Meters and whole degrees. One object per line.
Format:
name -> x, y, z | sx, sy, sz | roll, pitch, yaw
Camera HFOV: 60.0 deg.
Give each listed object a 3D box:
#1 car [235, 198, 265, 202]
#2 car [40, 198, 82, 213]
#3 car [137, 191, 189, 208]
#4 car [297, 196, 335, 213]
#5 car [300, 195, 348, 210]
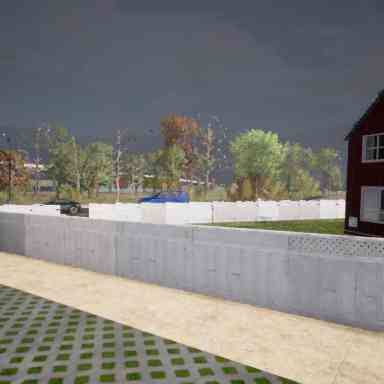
car -> 7.290, 1.219, 38.653 | 4.718, 1.301, 1.895 | 0, 2, -19
car -> -12.812, 1.323, 31.924 | 4.181, 1.385, 1.994 | 0, 2, -18
car -> -2.998, 0.907, 35.205 | 5.566, 2.045, 2.150 | 0, 2, -19
car -> 12.988, 1.301, 33.511 | 5.008, 1.535, 1.882 | 0, 2, -19
car -> 14.910, 1.176, 37.581 | 5.008, 1.535, 1.882 | 0, 2, -19
